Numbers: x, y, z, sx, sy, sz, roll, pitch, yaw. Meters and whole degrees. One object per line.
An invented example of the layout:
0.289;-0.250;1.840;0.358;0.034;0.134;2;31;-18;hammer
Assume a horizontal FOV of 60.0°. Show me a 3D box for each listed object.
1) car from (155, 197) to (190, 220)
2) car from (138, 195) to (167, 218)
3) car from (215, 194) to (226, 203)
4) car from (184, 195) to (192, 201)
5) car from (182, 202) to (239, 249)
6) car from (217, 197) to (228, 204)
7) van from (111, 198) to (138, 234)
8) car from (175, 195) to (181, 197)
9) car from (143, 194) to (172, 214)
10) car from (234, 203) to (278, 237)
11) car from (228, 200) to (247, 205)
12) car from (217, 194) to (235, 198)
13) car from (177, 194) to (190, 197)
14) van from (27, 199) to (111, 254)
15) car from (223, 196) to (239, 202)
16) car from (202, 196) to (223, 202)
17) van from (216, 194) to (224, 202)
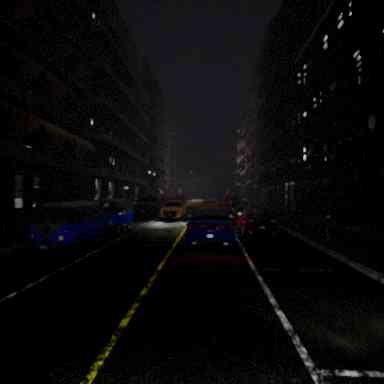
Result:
-1.500;1.405;27.177;1.882;1.535;5.008;1;0;3;car
-3.843;1.218;29.436;2.192;1.841;5.009;2;0;3;car
6.254;1.303;73.167;2.192;1.841;5.009;2;0;3;car
-1.022;1.522;84.671;1.802;1.307;4.206;2;0;3;car
0.792;1.446;14.601;1.882;1.535;5.008;1;0;3;car
5.680;1.554;62.119;1.802;1.307;4.206;2;0;3;car
-4.410;1.257;18.390;1.690;1.788;3.998;2;0;3;van
-3.002;1.460;46.007;1.947;1.339;4.313;2;0;3;car
-3.559;1.214;34.958;2.192;1.841;5.009;2;0;3;car
3.450;1.531;17.925;1.887;1.381;4.507;2;0;3;car
3.733;1.524;23.448;1.887;1.381;4.507;2;0;3;car
4.556;1.281;40.021;2.192;1.841;5.009;2;0;3;car
-2.145;1.217;62.575;2.192;1.841;5.009;2;0;3;car
-4.693;1.265;12.865;1.690;1.788;3.998;2;0;3;van
4.027;1.414;28.972;1.967;1.590;4.097;2;0;3;car
1.680;1.427;31.876;1.882;1.535;5.008;1;0;3;car
6.536;1.339;78.691;1.690;1.788;3.998;2;0;3;van
